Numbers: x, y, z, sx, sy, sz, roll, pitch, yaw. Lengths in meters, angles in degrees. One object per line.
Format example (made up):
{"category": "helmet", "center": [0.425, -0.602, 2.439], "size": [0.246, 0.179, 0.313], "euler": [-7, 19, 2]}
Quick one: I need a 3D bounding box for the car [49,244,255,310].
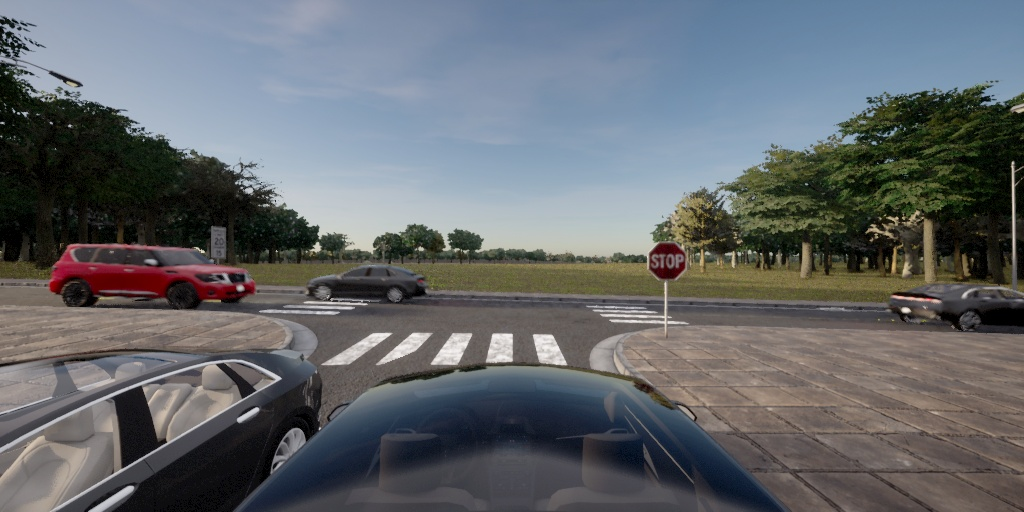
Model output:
{"category": "car", "center": [-11.972, 0.662, 12.167], "size": [5.566, 2.045, 2.150], "euler": [2, -1, 0]}

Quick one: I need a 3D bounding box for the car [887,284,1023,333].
{"category": "car", "center": [15.745, 1.710, 12.121], "size": [4.902, 1.511, 2.128], "euler": [2, -1, 0]}

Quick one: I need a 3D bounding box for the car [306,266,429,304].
{"category": "car", "center": [-5.997, 1.139, 15.105], "size": [4.892, 1.490, 1.837], "euler": [2, -1, 0]}

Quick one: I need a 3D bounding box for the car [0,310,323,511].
{"category": "car", "center": [-2.637, 1.300, 1.688], "size": [2.007, 1.370, 4.403], "euler": [0, 0, 0]}
